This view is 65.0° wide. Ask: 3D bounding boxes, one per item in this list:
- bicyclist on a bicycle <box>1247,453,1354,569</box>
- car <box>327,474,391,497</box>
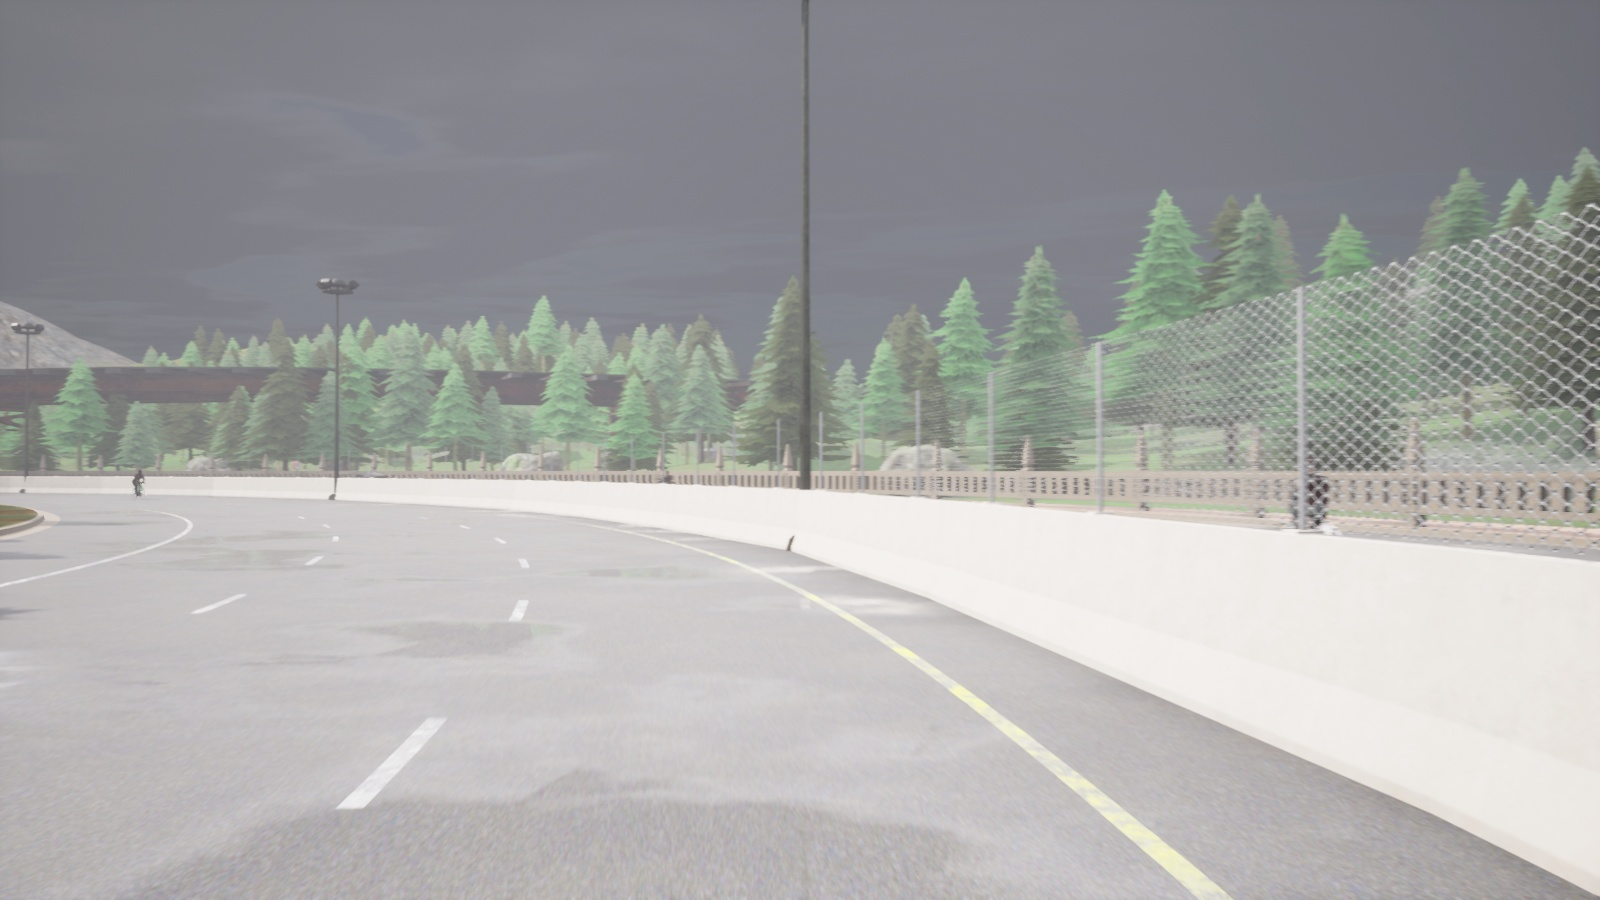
[{"bbox_3d":[8.072,0.959,20.350,0.659,1.776,1.843,-1,-1,-12],"label":"bicyclist on a bicycle"},{"bbox_3d":[-30.239,2.440,86.054,4.514,1.525,2.007,-1,-1,37],"label":"car"}]
